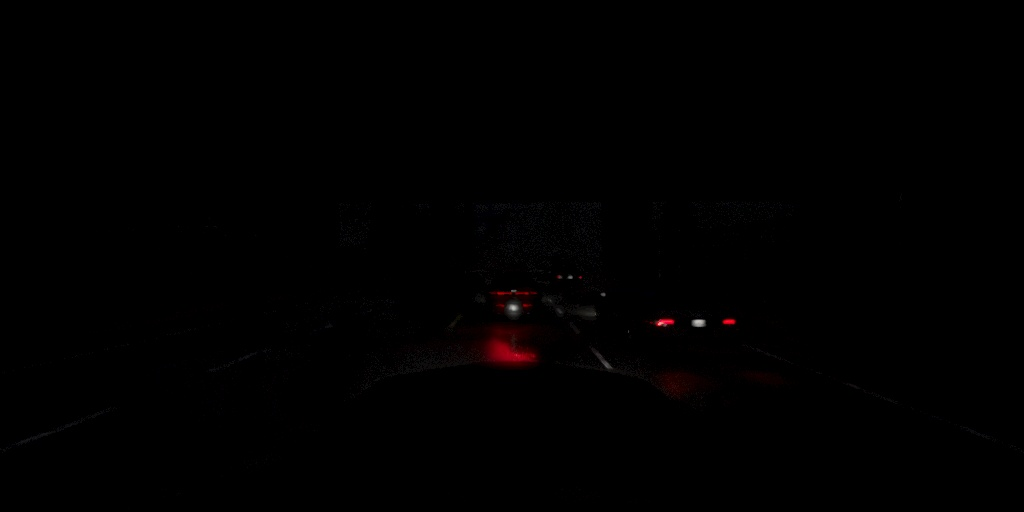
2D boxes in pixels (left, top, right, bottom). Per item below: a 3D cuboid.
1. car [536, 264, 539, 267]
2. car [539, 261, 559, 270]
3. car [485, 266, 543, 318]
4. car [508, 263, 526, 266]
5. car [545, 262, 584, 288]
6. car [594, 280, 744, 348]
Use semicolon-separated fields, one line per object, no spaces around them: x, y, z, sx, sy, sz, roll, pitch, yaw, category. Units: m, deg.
6.308;1.431;57.846;5.357;1.411;2.033;0;0;-32;car
6.760;1.474;53.651;4.718;1.301;1.895;0;0;-36;car
0.071;1.283;13.056;1.837;1.490;4.892;0;0;0;car
0.446;1.294;29.514;1.882;1.535;5.008;0;0;5;car
3.618;1.351;24.279;2.033;1.411;5.357;0;0;2;car
3.542;1.316;9.273;2.033;1.411;5.357;0;0;1;car
